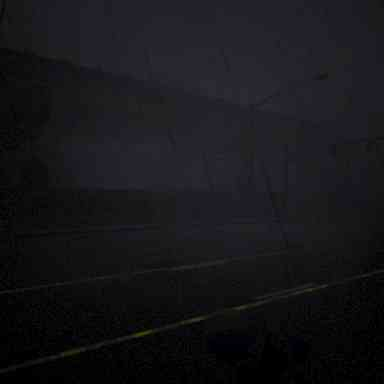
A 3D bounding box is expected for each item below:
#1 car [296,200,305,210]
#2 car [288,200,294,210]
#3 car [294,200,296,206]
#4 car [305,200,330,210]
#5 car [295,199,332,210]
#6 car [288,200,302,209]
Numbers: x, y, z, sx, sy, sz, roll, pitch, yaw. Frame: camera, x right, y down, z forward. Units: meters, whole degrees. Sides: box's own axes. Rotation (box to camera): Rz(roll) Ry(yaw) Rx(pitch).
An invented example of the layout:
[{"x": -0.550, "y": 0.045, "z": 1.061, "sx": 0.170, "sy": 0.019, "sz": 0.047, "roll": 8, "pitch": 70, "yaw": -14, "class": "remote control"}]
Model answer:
[{"x": 14.489, "y": 1.875, "z": 46.715, "sx": 2.038, "sy": 1.542, "sz": 4.974, "roll": 0, "pitch": 0, "yaw": 18, "class": "car"}, {"x": 10.695, "y": 1.667, "z": 44.036, "sx": 4.536, "sy": 1.218, "sz": 1.853, "roll": 0, "pitch": 0, "yaw": 8, "class": "car"}, {"x": 10.745, "y": 1.825, "z": 44.028, "sx": 4.974, "sy": 1.542, "sz": 2.038, "roll": 0, "pitch": 0, "yaw": 8, "class": "car"}, {"x": 18.346, "y": 1.775, "z": 50.471, "sx": 4.536, "sy": 1.218, "sz": 1.853, "roll": 1, "pitch": 0, "yaw": -7, "class": "car"}, {"x": 18.397, "y": 1.933, "z": 50.477, "sx": 4.974, "sy": 1.542, "sz": 2.038, "roll": 1, "pitch": 0, "yaw": -7, "class": "car"}, {"x": 14.506, "y": 1.718, "z": 46.765, "sx": 1.853, "sy": 1.218, "sz": 4.536, "roll": 0, "pitch": 0, "yaw": 18, "class": "car"}]
